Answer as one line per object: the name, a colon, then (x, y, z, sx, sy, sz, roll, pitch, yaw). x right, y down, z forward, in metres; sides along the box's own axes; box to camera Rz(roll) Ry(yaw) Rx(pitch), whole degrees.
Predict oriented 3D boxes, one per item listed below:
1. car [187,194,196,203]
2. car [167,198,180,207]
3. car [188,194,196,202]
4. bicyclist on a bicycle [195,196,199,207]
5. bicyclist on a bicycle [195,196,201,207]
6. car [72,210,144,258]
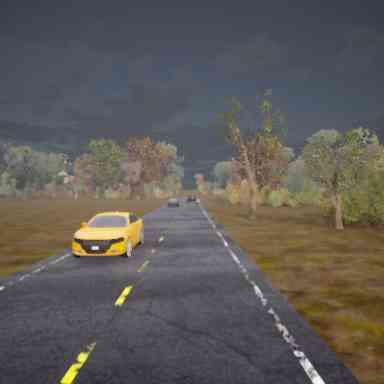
car: (-0.004, 1.456, 74.248, 2.150, 2.045, 5.566, 0, 0, 0)
car: (-3.058, 1.665, 54.870, 1.882, 1.535, 5.008, 0, 0, 0)
car: (-0.004, 1.497, 85.227, 2.097, 1.767, 4.553, 0, 0, 0)
bicyclist on a bicycle: (0.822, 1.559, 55.096, 0.659, 1.776, 1.843, 0, 0, 0)
bicyclist on a bicycle: (0.823, 1.599, 46.239, 0.866, 1.612, 1.509, 0, -1, 0)
car: (-3.101, 1.528, 13.144, 1.882, 1.535, 5.008, 0, 0, 0)
